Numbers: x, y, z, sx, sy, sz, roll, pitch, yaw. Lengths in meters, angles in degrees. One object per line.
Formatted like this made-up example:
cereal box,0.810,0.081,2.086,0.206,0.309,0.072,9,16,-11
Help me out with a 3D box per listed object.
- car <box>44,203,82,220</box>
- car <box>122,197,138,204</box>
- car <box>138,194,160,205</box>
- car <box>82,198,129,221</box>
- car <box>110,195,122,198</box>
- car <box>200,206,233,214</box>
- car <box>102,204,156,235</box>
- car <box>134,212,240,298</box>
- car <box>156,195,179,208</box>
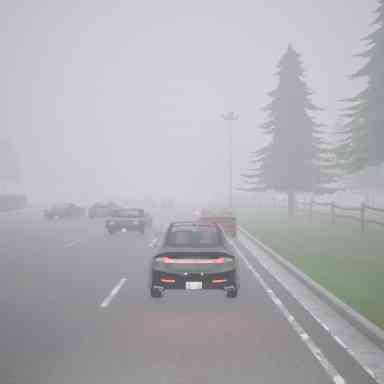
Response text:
car,-10.393,1.601,27.746,1.895,1.301,4.718,0,0,0
car,-10.385,1.601,57.502,1.895,1.301,4.718,0,0,0
car,-6.887,1.351,53.723,2.097,1.767,4.553,0,0,0
car,-6.893,1.491,27.025,2.128,1.511,4.902,0,0,0
car,-13.885,1.351,61.170,2.097,1.767,4.553,0,0,0
car,1.229,1.478,17.839,1.882,1.535,5.008,0,0,0
car,-3.395,1.601,18.881,1.895,1.301,4.718,0,0,0
car,0.054,1.492,8.498,2.128,1.511,4.902,0,0,0
car,-3.388,1.547,46.684,2.033,1.411,5.357,0,0,0
